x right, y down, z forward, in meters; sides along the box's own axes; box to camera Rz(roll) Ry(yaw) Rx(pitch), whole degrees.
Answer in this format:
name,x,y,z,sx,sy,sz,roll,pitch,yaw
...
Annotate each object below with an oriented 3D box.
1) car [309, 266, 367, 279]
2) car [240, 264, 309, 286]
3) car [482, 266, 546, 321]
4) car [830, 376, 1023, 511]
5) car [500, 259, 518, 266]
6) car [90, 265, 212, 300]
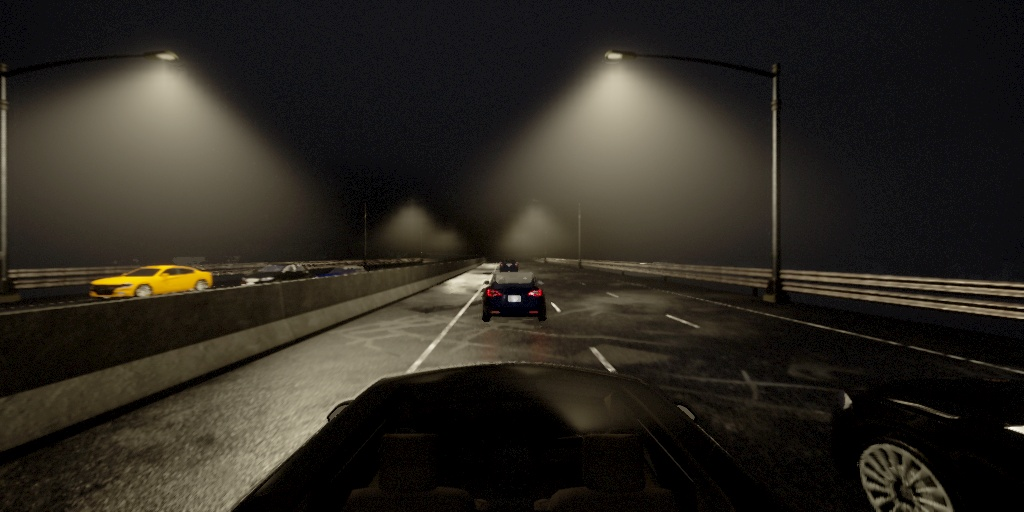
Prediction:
name,x,y,z,sx,sy,sz,roll,pitch,yaw
car,-10.735,1.354,23.222,1.895,1.301,4.718,0,0,-1
car,-14.222,1.245,21.980,2.128,1.511,4.902,0,0,-1
car,0.057,1.254,12.499,2.163,1.488,4.792,0,0,0
car,3.593,1.241,0.996,2.128,1.511,4.902,0,0,0
car,-0.366,1.093,41.815,2.097,1.767,4.553,0,0,-1
car,-17.682,1.233,17.927,1.882,1.535,5.008,0,0,-1
